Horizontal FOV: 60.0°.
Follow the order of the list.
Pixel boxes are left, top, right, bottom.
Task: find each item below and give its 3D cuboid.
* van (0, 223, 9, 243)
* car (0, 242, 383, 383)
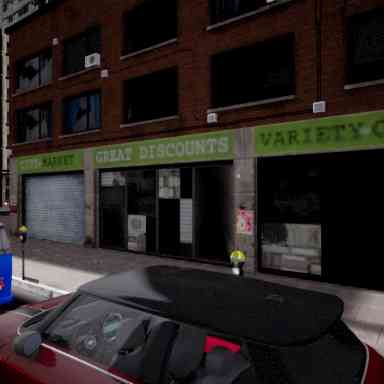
[{"bbox_3d":[-5.087,1.343,6.361,3.998,1.788,1.690,0,0,36],"label":"van"},{"bbox_3d":[-0.457,1.440,3.053,4.097,1.590,1.967,0,0,36],"label":"car"}]
